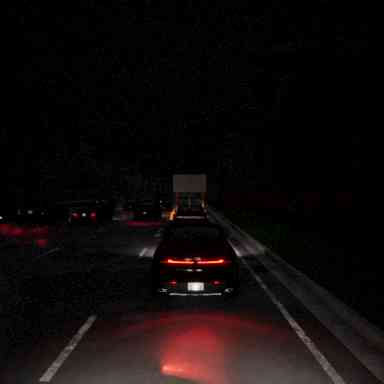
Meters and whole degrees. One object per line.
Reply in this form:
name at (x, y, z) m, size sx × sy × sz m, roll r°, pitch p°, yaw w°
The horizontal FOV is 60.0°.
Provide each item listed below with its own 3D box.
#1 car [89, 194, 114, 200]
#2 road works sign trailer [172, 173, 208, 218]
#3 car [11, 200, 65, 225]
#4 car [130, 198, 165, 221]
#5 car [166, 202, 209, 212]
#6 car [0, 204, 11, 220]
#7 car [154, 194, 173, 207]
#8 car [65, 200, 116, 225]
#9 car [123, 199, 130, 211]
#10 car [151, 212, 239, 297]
car at (-10.691, 1.224, 39.758) m, size 2.150 × 2.045 × 5.566 m, roll 0°, pitch 0°, yaw 0°
road works sign trailer at (-0.169, 0.466, 22.844) m, size 2.380 × 3.560 × 2.880 m, roll 0°, pitch 0°, yaw -3°
car at (-10.561, 1.355, 23.864) m, size 2.097 × 1.767 × 4.553 m, roll 0°, pitch 0°, yaw 0°
car at (-3.591, 1.480, 27.633) m, size 1.882 × 1.535 × 5.008 m, roll 0°, pitch -1°, yaw 0°
car at (-0.044, 1.489, 18.974) m, size 2.128 × 1.511 × 4.902 m, roll 1°, pitch 0°, yaw 1°
car at (-14.085, 1.602, 26.794) m, size 1.895 × 1.301 × 4.718 m, roll 0°, pitch 0°, yaw 0°
car at (-3.708, 1.224, 42.017) m, size 2.150 × 2.045 × 5.566 m, roll 0°, pitch 0°, yaw 0°
car at (-7.064, 1.549, 24.184) m, size 2.033 × 1.411 × 5.357 m, roll 0°, pitch 0°, yaw -1°
car at (-7.192, 1.528, 40.785) m, size 1.812 × 1.442 × 4.674 m, roll 0°, pitch 0°, yaw 0°
car at (0.054, 1.505, 8.588) m, size 1.837 × 1.490 × 4.892 m, roll 0°, pitch 0°, yaw 0°
